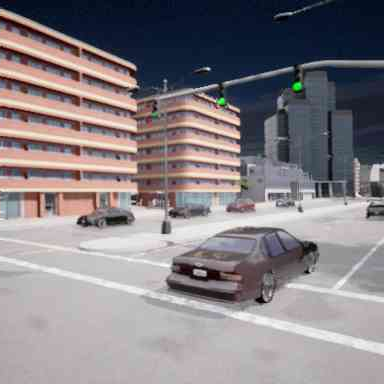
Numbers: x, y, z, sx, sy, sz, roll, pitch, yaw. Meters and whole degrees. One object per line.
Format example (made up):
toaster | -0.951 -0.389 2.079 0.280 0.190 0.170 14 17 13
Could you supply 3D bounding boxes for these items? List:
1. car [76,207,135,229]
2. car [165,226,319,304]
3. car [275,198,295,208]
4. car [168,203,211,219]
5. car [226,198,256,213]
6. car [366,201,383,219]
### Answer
car | -6.039 1.763 23.629 1.994 1.385 4.181 -1 0 36
car | 1.603 1.586 8.368 2.033 1.411 5.357 -1 0 36
car | 14.705 1.700 52.451 2.128 1.511 4.902 -1 -1 36
car | -0.194 1.749 31.793 2.033 1.411 5.357 -1 0 36
car | 5.925 1.556 40.325 2.097 1.767 4.553 -1 0 36
car | 16.644 1.536 29.372 2.128 1.511 4.902 -1 0 36
